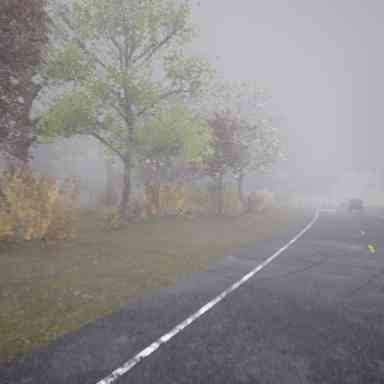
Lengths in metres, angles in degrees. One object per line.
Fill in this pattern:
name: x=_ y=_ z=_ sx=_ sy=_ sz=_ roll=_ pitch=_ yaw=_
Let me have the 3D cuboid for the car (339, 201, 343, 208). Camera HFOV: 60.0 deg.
car: x=30.793 y=2.500 z=67.095 sx=1.882 sy=1.535 sz=5.008 roll=0 pitch=-1 yaw=20

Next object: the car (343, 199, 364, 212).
car: x=25.131 y=2.033 z=51.470 sx=2.150 sy=2.045 sz=5.566 roll=0 pitch=0 yaw=21

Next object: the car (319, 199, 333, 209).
car: x=25.593 y=2.459 z=63.101 sx=2.128 sy=1.511 sz=4.902 roll=0 pitch=-1 yaw=20
